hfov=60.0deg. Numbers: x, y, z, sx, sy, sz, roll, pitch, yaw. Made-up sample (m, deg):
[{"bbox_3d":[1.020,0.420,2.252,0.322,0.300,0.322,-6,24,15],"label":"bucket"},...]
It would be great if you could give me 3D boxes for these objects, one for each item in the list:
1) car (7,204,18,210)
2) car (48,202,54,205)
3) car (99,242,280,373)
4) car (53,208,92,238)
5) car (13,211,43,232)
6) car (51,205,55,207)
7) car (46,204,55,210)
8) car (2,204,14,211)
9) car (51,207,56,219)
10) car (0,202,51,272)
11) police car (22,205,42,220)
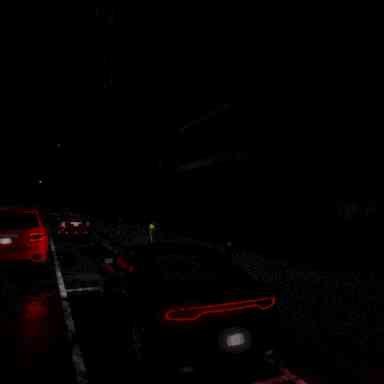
[{"bbox_3d":[-44.143,3.588,81.705,2.008,1.369,4.403,1,-2,-24],"label":"car"},{"bbox_3d":[-31.937,3.408,75.333,1.967,1.590,4.097,1,-2,-24],"label":"car"},{"bbox_3d":[-0.492,1.671,6.245,1.882,1.535,5.008,1,-2,-24],"label":"car"},{"bbox_3d":[-7.670,2.011,21.468,1.967,1.590,4.097,1,-2,-24],"label":"car"},{"bbox_3d":[-12.824,2.254,26.184,1.895,1.301,4.718,1,-2,-24],"label":"car"},{"bbox_3d":[-16.719,2.644,41.517,1.947,1.339,4.313,1,-2,-24],"label":"car"},{"bbox_3d":[-36.368,3.788,85.195,2.008,1.369,4.403,1,-2,-24],"label":"car"},{"bbox_3d":[-39.714,3.349,71.840,1.802,1.307,4.206,1,-2,-24],"label":"car"},{"bbox_3d":[-12.195,2.375,31.491,2.008,1.369,4.403,1,-2,-24],"label":"car"},{"bbox_3d":[-6.244,1.509,11.619,2.150,2.045,5.566,1,-2,-24],"label":"car"},{"bbox_3d":[-18.955,2.416,39.543,1.930,1.638,5.238,1,-2,-24],"label":"police car"}]
